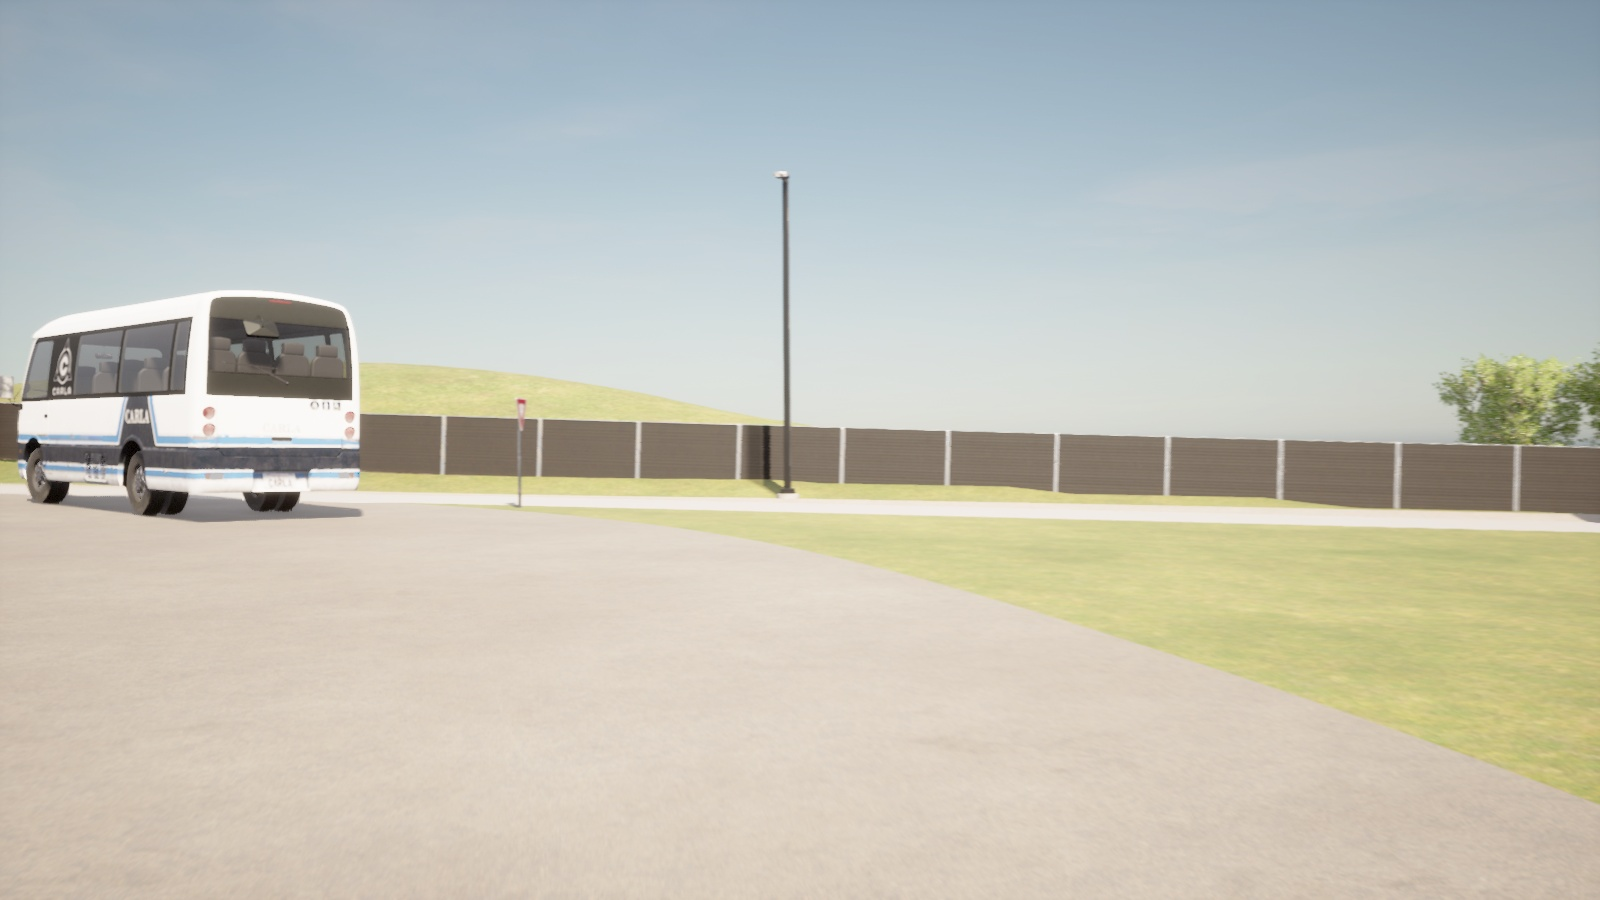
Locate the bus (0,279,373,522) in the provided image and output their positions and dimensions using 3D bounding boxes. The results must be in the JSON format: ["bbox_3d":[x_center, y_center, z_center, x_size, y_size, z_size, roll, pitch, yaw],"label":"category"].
[{"bbox_3d":[-13.620,-0.908,26.891,10.273,4.253,3.944,1,0,42],"label":"bus"}]
